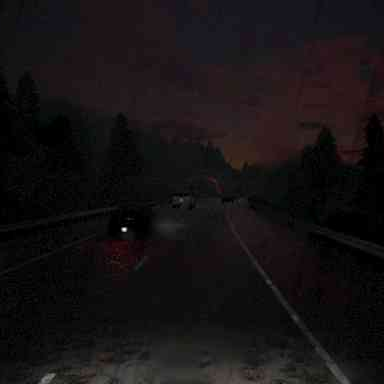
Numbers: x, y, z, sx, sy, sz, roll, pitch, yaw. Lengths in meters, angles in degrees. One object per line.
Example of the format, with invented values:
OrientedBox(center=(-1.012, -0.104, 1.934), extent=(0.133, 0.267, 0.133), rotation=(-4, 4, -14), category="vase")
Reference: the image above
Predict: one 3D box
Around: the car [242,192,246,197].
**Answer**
OrientedBox(center=(12.539, 0.439, 90.173), extent=(2.150, 2.045, 5.566), rotation=(0, 0, 14), category="car")

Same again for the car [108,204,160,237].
OrientedBox(center=(-2.856, 1.378, 17.102), extent=(1.837, 1.490, 4.892), rotation=(0, 0, 3), category="car")

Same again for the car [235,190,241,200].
OrientedBox(center=(8.086, 0.870, 67.065), extent=(2.097, 1.767, 4.553), rotation=(0, 0, 12), category="car")

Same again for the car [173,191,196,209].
OrientedBox(center=(-0.877, 0.932, 39.766), extent=(2.150, 2.045, 5.566), rotation=(0, 0, 7), category="car")

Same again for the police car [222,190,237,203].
OrientedBox(center=(6.252, 1.012, 57.566), extent=(1.930, 1.638, 5.238), rotation=(0, 0, 10), category="police car")
